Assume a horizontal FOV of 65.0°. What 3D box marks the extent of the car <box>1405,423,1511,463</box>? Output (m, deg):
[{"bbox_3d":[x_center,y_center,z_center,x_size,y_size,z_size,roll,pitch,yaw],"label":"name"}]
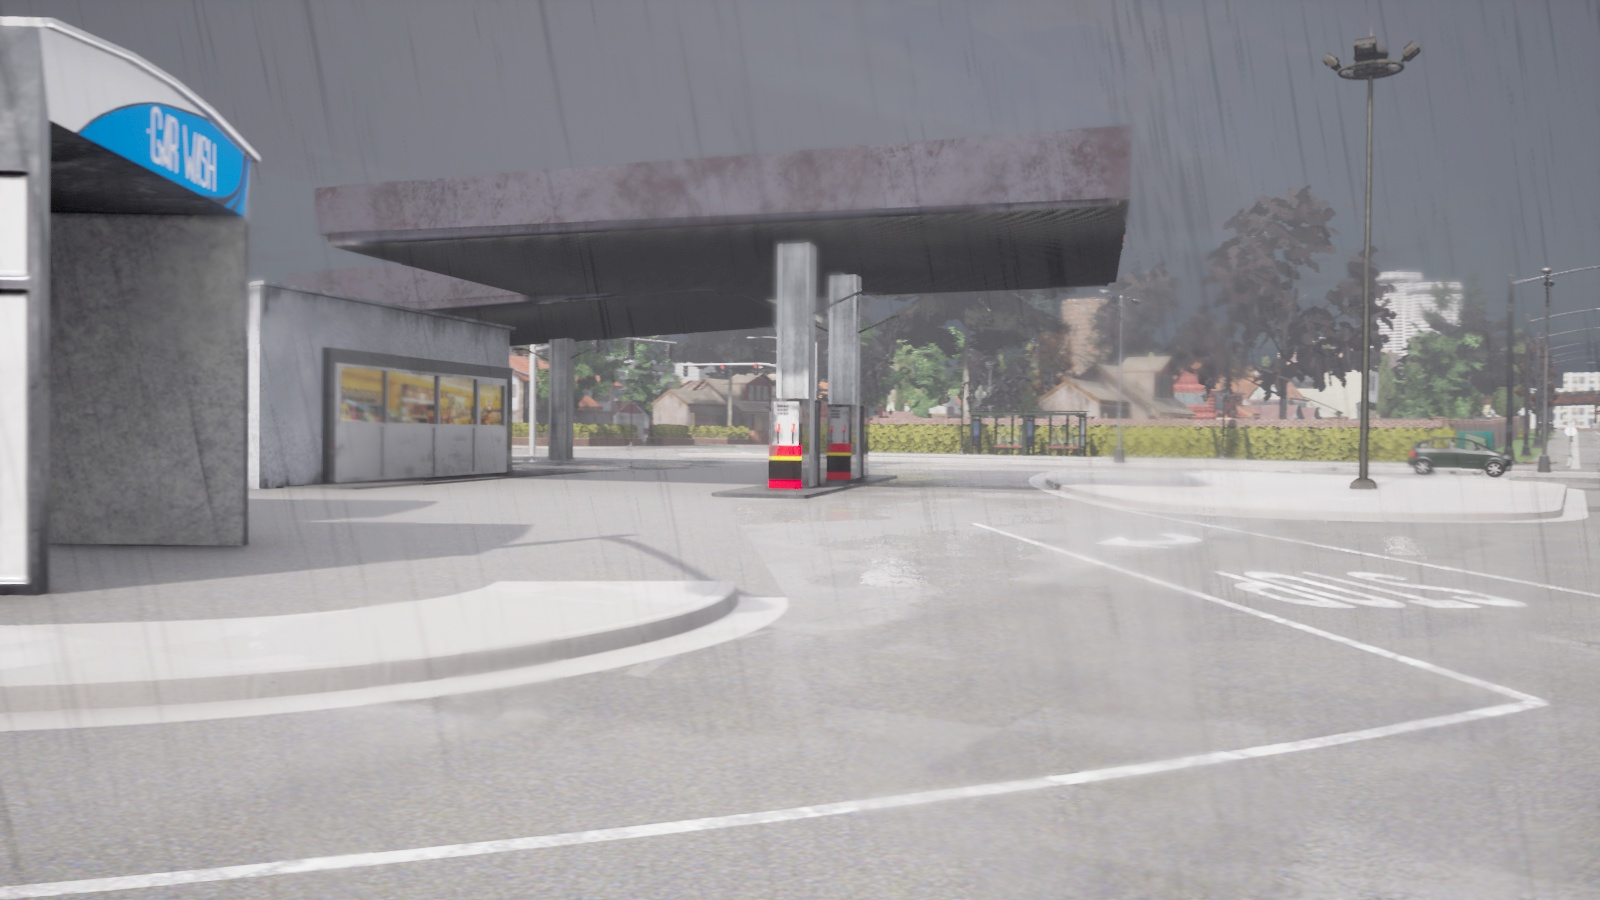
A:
[{"bbox_3d":[26.601,-0.287,50.769,3.705,1.549,1.789,0,1,31],"label":"car"}]
